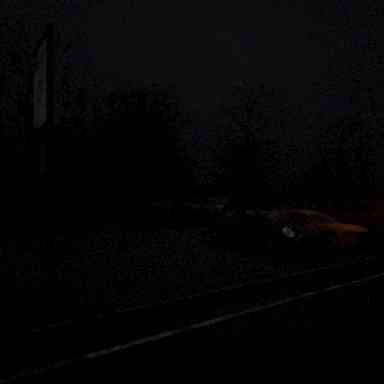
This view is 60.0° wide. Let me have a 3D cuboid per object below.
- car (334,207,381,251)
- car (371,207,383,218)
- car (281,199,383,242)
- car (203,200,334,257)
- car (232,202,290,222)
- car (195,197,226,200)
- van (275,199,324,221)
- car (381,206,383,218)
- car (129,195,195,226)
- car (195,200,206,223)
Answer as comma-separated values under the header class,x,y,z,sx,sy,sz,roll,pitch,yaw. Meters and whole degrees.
class,x,y,z,sx,sy,sz,roll,pitch,yaw
car,5.268,1.565,14.955,2.097,1.535,5.008,2,-1,-36
car,27.721,2.992,46.203,2.002,1.452,4.674,4,-2,-36
car,7.619,1.378,16.692,2.435,2.045,5.566,2,-1,-36
car,2.799,1.373,13.194,2.185,1.767,4.553,2,-1,-36
car,6.308,1.830,31.065,1.946,1.575,5.366,2,-1,-36
car,1.800,1.417,27.557,2.435,2.045,5.566,2,-1,-36
van,10.917,1.790,34.007,1.878,1.987,4.442,2,-1,-36
car,30.272,2.989,48.094,2.185,1.767,4.553,4,-2,-35
car,-2.619,1.294,24.348,2.435,2.045,5.566,2,-1,-36
car,-0.477,1.605,25.931,2.231,1.521,4.892,2,-1,-36
